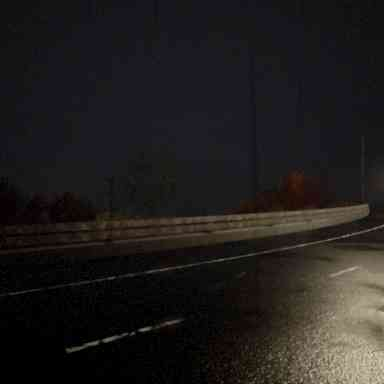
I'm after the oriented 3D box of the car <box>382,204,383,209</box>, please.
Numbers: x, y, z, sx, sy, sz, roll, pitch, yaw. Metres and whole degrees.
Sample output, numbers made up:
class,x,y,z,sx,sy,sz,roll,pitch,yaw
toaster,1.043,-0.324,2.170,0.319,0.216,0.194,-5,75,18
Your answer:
class,x,y,z,sx,sy,sz,roll,pitch,yaw
car,34.406,2.225,57.598,1.812,1.442,4.674,0,0,19
